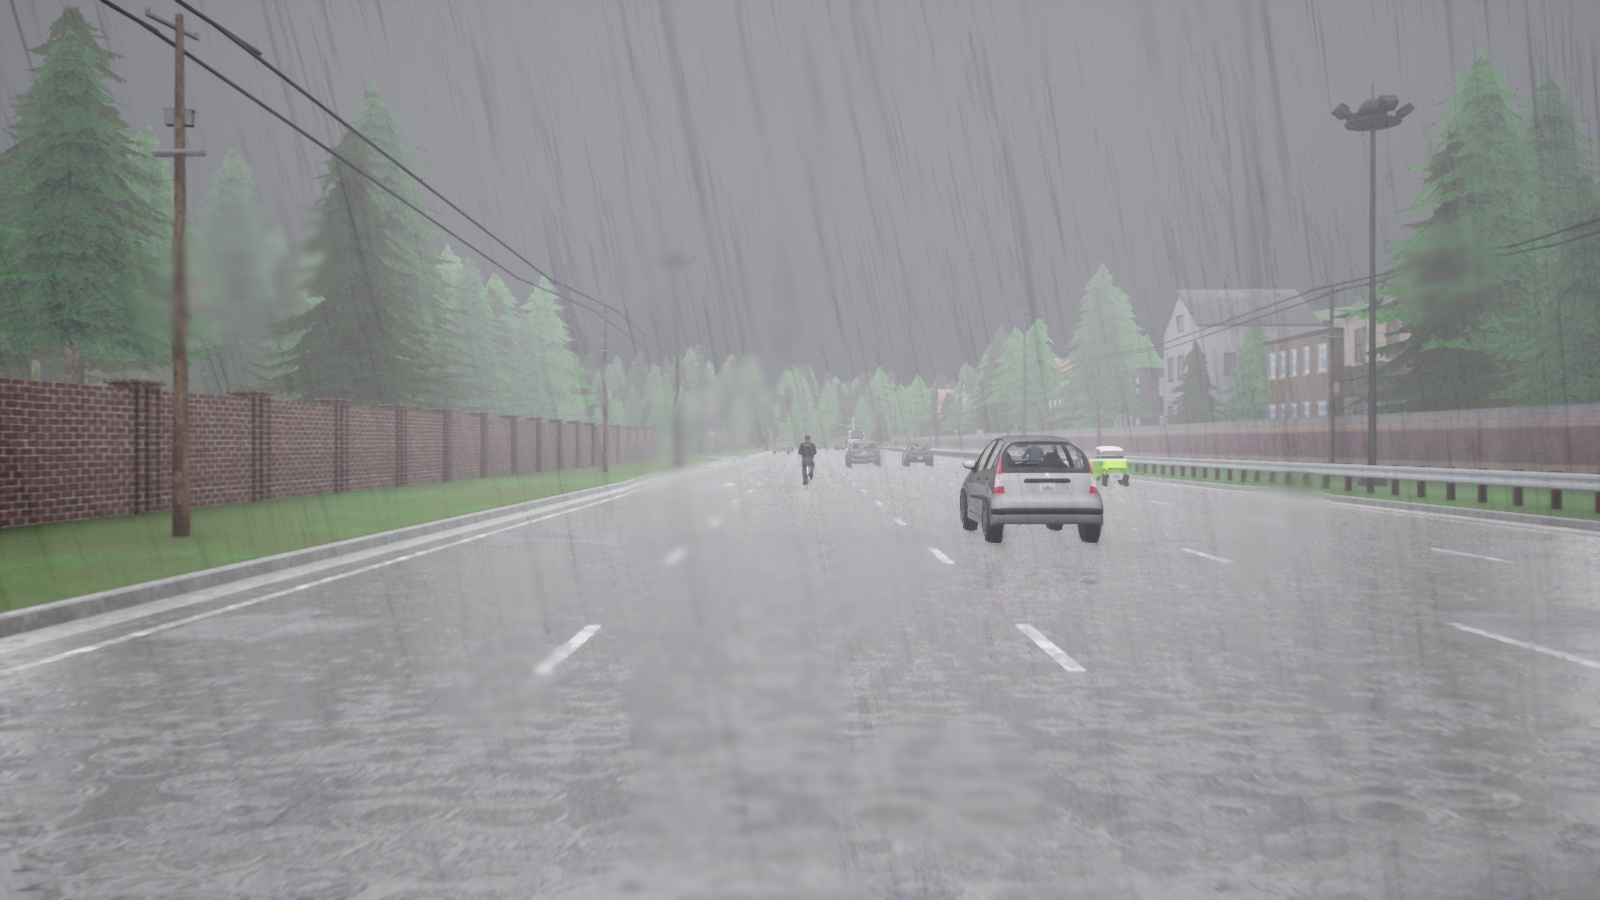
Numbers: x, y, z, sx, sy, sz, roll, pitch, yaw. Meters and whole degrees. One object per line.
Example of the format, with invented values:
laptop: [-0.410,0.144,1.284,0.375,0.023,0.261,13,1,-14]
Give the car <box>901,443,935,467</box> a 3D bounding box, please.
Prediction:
car: [7.472,0.316,79.891,1.816,1.474,4.193,0,0,0]

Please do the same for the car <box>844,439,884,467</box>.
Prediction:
car: [3.962,0.153,78.265,2.242,1.667,4.611,0,0,0]

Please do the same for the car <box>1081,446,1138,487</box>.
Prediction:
car: [10.766,0.563,43.788,1.481,1.376,2.207,0,1,0]

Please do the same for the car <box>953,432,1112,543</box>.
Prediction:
car: [3.630,0.533,20.289,1.851,1.617,3.988,0,0,0]
